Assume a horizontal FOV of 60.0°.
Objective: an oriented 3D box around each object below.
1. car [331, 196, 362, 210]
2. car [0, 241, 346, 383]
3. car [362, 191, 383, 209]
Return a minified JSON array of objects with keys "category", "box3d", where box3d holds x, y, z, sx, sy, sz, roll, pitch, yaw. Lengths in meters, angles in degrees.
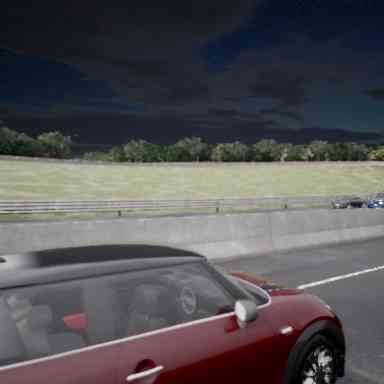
[{"category":"car","box3d":[17.653,1.196,37.275,4.892,1.490,1.837,-1,1,-34]},{"category":"car","box3d":[-0.438,1.319,3.452,4.553,1.767,2.097,0,0,-34]},{"category":"car","box3d":[20.888,0.929,35.245,5.566,2.045,2.150,-1,1,-34]}]
